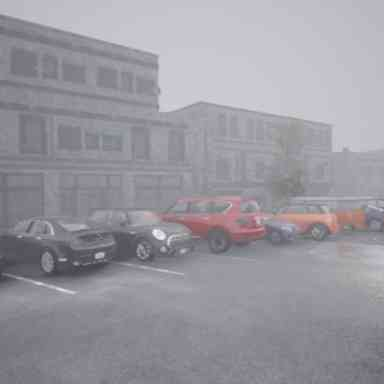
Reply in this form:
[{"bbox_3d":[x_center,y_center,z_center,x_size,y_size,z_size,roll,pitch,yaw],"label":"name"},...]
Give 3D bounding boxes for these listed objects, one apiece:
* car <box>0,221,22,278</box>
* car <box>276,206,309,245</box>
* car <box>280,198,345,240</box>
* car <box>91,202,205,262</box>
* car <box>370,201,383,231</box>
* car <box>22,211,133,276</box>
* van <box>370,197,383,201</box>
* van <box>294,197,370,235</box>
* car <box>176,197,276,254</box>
[{"bbox_3d":[-6.847,1.515,8.667,4.792,1.488,2.163,-1,-1,35],"label":"car"},{"bbox_3d":[2.684,1.534,15.503,4.674,1.452,2.002,-1,-1,35],"label":"car"},{"bbox_3d":[5.095,1.373,17.184,4.553,1.767,2.185,-1,-1,35],"label":"car"},{"bbox_3d":[-2.116,1.361,12.122,4.553,1.767,2.185,-1,-1,35],"label":"car"},{"bbox_3d":[9.853,1.514,20.602,5.008,1.535,2.097,-1,-1,35],"label":"car"},{"bbox_3d":[-4.479,1.487,10.386,4.892,1.521,2.231,-1,-1,35],"label":"car"},{"bbox_3d":[12.336,1.296,22.252,4.442,1.987,1.878,-1,-1,35],"label":"van"},{"bbox_3d":[7.361,1.282,18.970,4.442,1.987,1.878,-1,-1,35],"label":"van"},{"bbox_3d":[0.268,1.239,13.814,5.566,2.045,2.435,-1,-1,35],"label":"car"}]
